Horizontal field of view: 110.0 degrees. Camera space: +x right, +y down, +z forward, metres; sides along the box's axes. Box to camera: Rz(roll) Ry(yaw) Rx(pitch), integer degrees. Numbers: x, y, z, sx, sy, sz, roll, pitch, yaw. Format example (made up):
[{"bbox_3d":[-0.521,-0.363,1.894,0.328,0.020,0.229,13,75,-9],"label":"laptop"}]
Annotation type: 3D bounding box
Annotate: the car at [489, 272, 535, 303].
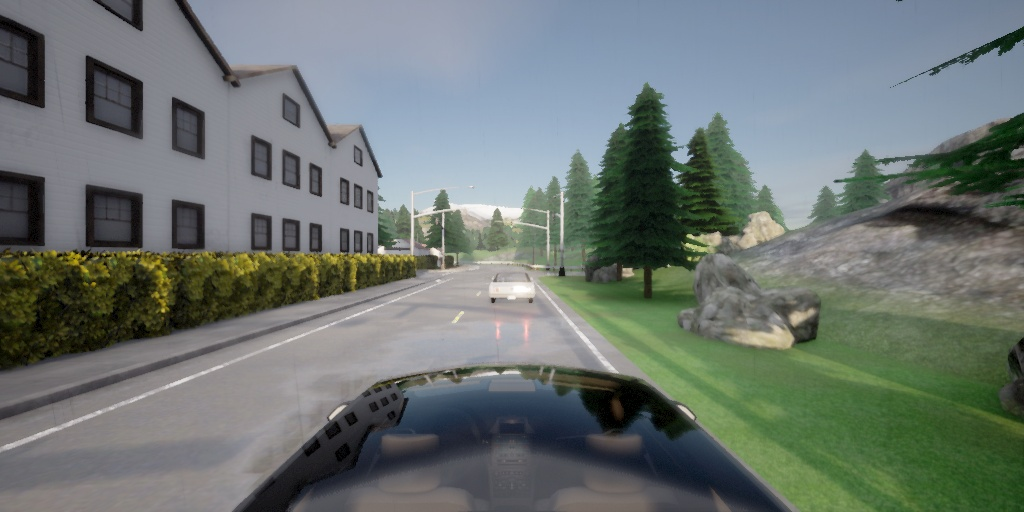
[{"bbox_3d":[0.000,1.364,16.530,1.895,1.301,4.718,0,0,0],"label":"car"}]
